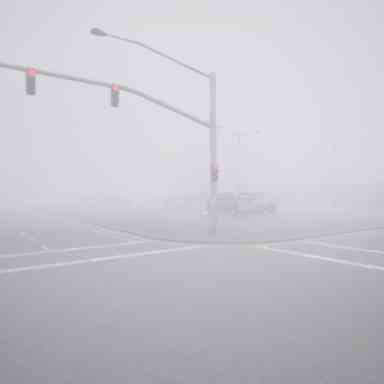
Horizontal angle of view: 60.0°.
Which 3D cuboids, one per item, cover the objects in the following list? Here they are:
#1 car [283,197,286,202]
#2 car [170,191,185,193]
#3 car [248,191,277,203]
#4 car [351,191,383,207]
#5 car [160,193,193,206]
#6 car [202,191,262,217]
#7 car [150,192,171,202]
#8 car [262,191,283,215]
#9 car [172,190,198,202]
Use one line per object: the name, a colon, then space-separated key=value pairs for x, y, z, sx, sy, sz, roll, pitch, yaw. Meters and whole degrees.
car: x=14.066 y=1.025 z=56.691 sx=1.784 sy=1.438 sz=3.905 roll=-1 pitch=0 yaw=-35
car: x=-3.691 y=1.110 z=62.679 sx=1.784 sy=1.438 sz=3.905 roll=-1 pitch=0 yaw=-35
car: x=11.653 y=0.837 z=55.085 sx=1.932 sy=1.855 sz=4.605 roll=-1 pitch=0 yaw=-35
car: x=21.701 y=0.841 z=40.732 sx=1.905 sy=1.878 sz=3.866 roll=-1 pitch=0 yaw=-35
car: x=-2.148 y=1.209 z=45.338 sx=1.970 sy=1.475 sz=3.806 roll=-1 pitch=0 yaw=-35
car: x=3.229 y=1.011 z=27.855 sx=1.932 sy=1.855 sz=4.605 roll=-1 pitch=0 yaw=-35
car: x=-6.065 y=1.164 z=61.022 sx=1.970 sy=1.475 sz=3.806 roll=-1 pitch=0 yaw=-35
car: x=5.633 y=0.991 z=29.467 sx=1.905 sy=1.878 sz=3.866 roll=-1 pitch=0 yaw=-35
car: x=-1.521 y=0.879 z=64.256 sx=1.932 sy=1.855 sz=4.605 roll=-1 pitch=0 yaw=-35
